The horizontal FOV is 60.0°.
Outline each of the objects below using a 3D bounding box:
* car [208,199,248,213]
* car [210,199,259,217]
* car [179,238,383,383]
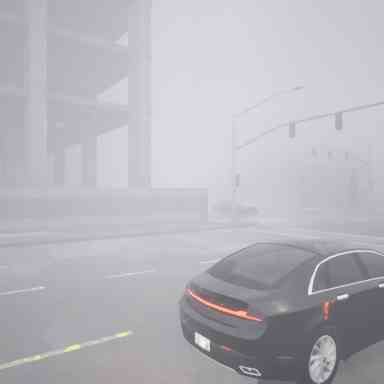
[{"bbox_3d":[3.992,1.526,37.849,1.812,1.442,4.674,0,0,-36],"label":"car"},{"bbox_3d":[4.129,1.601,31.695,1.895,1.301,4.718,0,0,-36],"label":"car"},{"bbox_3d":[2.106,1.505,5.292,4.892,1.490,1.837,0,0,-35],"label":"car"}]
